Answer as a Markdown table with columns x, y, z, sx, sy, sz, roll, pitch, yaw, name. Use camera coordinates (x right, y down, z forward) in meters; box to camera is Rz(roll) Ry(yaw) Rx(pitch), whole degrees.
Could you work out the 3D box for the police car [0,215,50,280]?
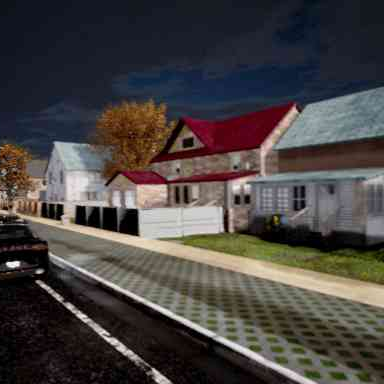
| x | y | z | sx | sy | sz | roll | pitch | yaw | name |
| --- | --- | --- | --- | --- | --- | --- | --- | --- | --- |
| -5.746 | 1.513 | 9.806 | 1.930 | 1.638 | 5.238 | -1 | 0 | -38 | police car |
